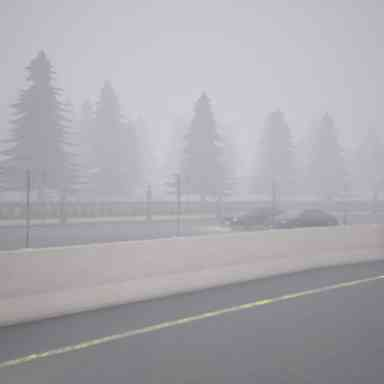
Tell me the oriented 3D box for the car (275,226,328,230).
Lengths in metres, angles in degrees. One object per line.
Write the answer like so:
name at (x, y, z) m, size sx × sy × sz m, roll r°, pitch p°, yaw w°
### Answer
car at (6.461, 1.634, 19.542) m, size 4.674 × 1.442 × 1.812 m, roll 1°, pitch 0°, yaw -26°
